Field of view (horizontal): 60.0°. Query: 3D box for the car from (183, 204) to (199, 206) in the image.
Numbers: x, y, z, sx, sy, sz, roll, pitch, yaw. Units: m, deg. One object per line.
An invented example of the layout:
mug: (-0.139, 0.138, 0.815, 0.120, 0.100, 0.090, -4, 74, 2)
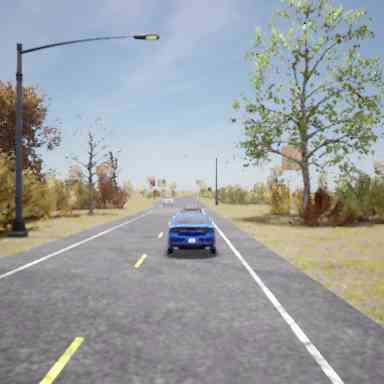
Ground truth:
car: (-0.062, 1.767, 29.300, 2.128, 1.511, 4.902, 0, 0, 0)

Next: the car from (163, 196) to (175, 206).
car: (-5.070, 1.862, 72.295, 2.150, 2.045, 5.566, 0, 0, -8)

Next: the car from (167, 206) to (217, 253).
car: (-0.005, 1.614, 14.473, 1.882, 1.535, 5.008, 0, 0, 0)
